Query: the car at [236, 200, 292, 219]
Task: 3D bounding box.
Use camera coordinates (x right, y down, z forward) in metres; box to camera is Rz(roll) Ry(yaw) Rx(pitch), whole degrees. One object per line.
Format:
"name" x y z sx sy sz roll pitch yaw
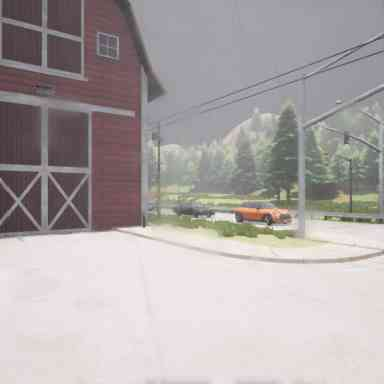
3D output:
"car" 5.438 1.526 25.599 2.097 1.767 4.553 0 0 -34

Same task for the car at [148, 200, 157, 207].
"car" -5.560 1.841 41.674 1.994 1.385 4.181 0 0 -35

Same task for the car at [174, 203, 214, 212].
"car" 0.060 1.771 33.457 2.033 1.411 5.357 0 0 -34

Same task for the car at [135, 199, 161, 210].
"car" -6.605 1.849 49.579 1.812 1.442 4.674 0 0 -34
